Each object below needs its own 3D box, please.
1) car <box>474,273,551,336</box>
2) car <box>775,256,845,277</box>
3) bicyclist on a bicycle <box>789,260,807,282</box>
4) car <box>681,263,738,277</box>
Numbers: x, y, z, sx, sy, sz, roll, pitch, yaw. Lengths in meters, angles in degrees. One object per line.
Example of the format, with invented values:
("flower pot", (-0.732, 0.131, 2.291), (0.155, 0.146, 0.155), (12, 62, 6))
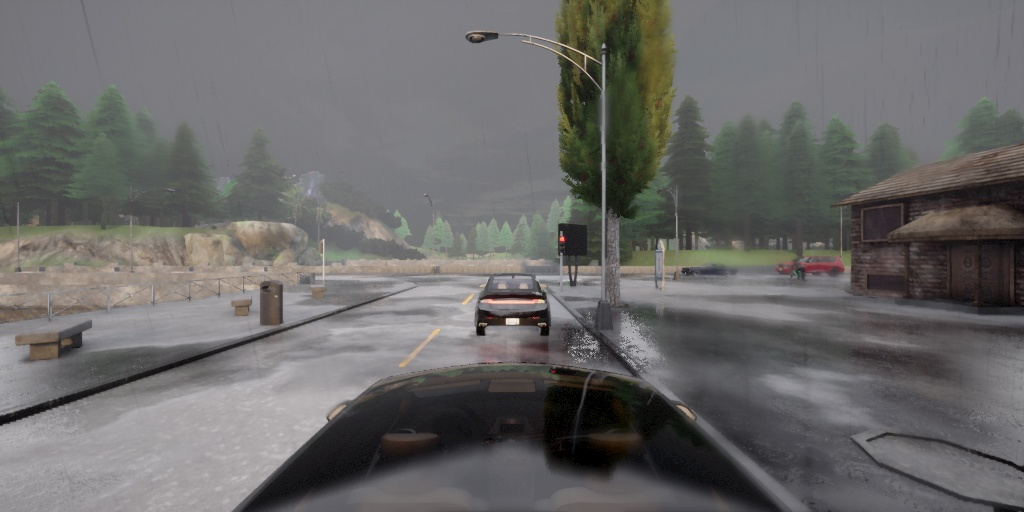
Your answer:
("car", (0.031, 1.241, 10.386), (2.128, 1.511, 4.902), (0, 0, 0))
("car", (28.816, 0.971, 34.732), (5.566, 2.045, 2.150), (0, 0, 0))
("bicyclist on a bicycle", (20.957, 1.094, 26.330), (0.582, 1.620, 1.656), (-1, 0, 0))
("car", (19.020, 1.351, 34.733), (4.718, 1.301, 1.895), (0, 0, 0))
